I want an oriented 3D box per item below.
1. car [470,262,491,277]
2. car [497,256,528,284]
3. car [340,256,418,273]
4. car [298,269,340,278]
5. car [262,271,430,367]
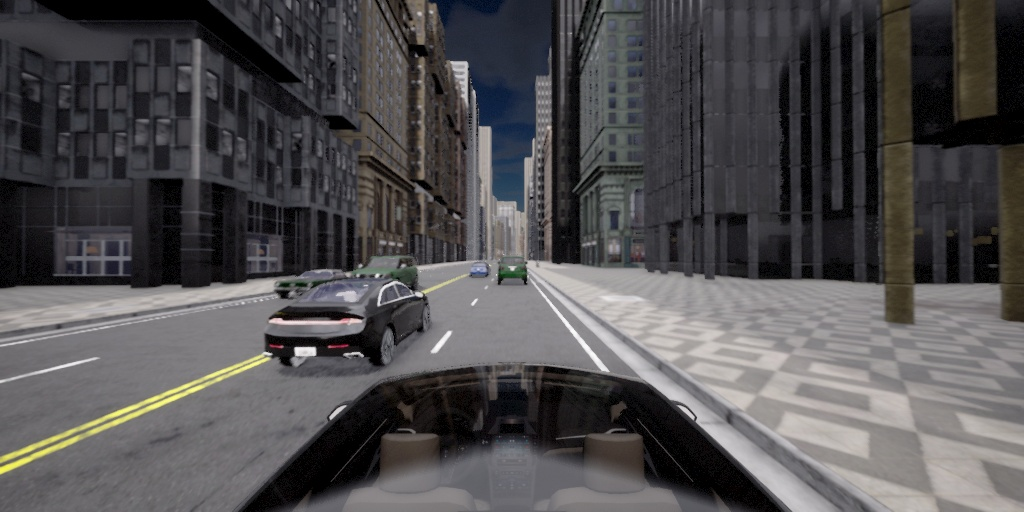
[{"bbox_3d":[-3.166,1.318,36.431,2.033,1.411,5.357,0,0,0],"label":"car"},{"bbox_3d":[0.048,0.989,27.260,2.150,2.045,5.566,0,0,0],"label":"car"},{"bbox_3d":[-6.534,0.985,18.887,2.150,2.045,5.566,0,-1,0],"label":"car"},{"bbox_3d":[-9.790,1.360,18.230,1.895,1.301,4.718,0,0,1],"label":"car"},{"bbox_3d":[-3.153,1.245,7.894,2.128,1.511,4.902,0,0,0],"label":"car"}]
